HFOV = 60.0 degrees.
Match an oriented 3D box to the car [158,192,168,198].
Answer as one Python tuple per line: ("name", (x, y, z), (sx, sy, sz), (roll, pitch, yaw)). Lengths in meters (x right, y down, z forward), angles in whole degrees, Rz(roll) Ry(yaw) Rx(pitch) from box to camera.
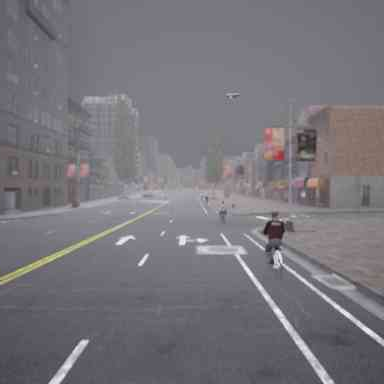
("car", (-6.513, 0.699, 74.817), (1.895, 1.301, 4.718), (0, 1, 0))

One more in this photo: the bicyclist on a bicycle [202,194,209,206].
("bicyclist on a bicycle", (2.243, 1.279, 50.606), (0.659, 1.776, 1.843), (0, 1, 0))

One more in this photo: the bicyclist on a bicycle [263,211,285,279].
("bicyclist on a bicycle", (2.249, 1.404, 9.264), (0.659, 1.776, 1.843), (0, 0, 0))

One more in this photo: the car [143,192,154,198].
("car", (-9.763, 0.655, 74.846), (1.994, 1.385, 4.181), (0, 1, 0))

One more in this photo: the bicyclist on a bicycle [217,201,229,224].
("bicyclist on a bicycle", (2.217, 1.416, 23.643), (0.866, 1.612, 1.509), (-1, 4, 0))
